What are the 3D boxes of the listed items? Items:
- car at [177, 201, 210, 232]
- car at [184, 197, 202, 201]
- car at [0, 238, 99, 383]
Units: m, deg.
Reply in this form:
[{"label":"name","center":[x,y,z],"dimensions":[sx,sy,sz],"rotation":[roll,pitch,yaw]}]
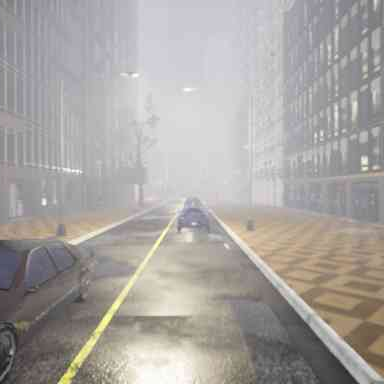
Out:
[{"label":"car","center":[0.098,1.504,19.807],"dimensions":[1.812,1.442,4.674],"rotation":[0,0,0]},{"label":"car","center":[0.099,1.316,39.410],"dimensions":[2.097,1.767,4.553],"rotation":[0,0,0]},{"label":"car","center":[-3.077,1.540,5.504],"dimensions":[2.033,1.411,5.357],"rotation":[0,0,0]}]
